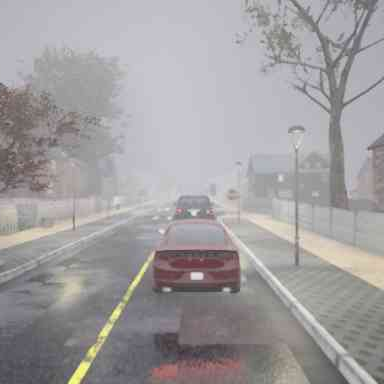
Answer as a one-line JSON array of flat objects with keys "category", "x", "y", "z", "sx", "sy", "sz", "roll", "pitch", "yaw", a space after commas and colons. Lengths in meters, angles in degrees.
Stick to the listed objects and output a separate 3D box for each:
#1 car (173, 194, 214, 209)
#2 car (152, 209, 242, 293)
[{"category": "car", "x": 0.101, "y": 1.132, "z": 18.824, "sx": 2.150, "sy": 2.045, "sz": 5.566, "roll": 0, "pitch": 0, "yaw": 0}, {"category": "car", "x": 0.099, "y": 1.434, "z": 8.779, "sx": 1.882, "sy": 1.535, "sz": 5.008, "roll": 0, "pitch": 0, "yaw": 0}]
